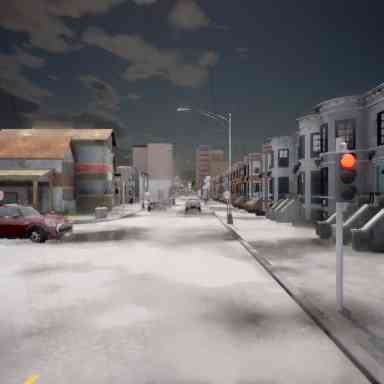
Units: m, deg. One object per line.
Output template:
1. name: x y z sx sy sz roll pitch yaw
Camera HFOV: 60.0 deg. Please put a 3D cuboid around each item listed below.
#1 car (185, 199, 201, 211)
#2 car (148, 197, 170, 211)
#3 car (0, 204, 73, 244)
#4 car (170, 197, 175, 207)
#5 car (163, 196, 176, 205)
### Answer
1. car: 0.145 1.547 41.141 2.033 1.411 5.357 0 0 0
2. car: -4.049 1.564 39.509 1.994 1.385 4.181 0 0 0
3. car: -7.920 1.352 15.447 4.553 1.767 2.097 0 0 7
4. car: -4.023 1.505 49.454 1.837 1.490 4.892 0 0 0
5. car: -3.971 1.547 59.904 2.033 1.411 5.357 0 0 1
